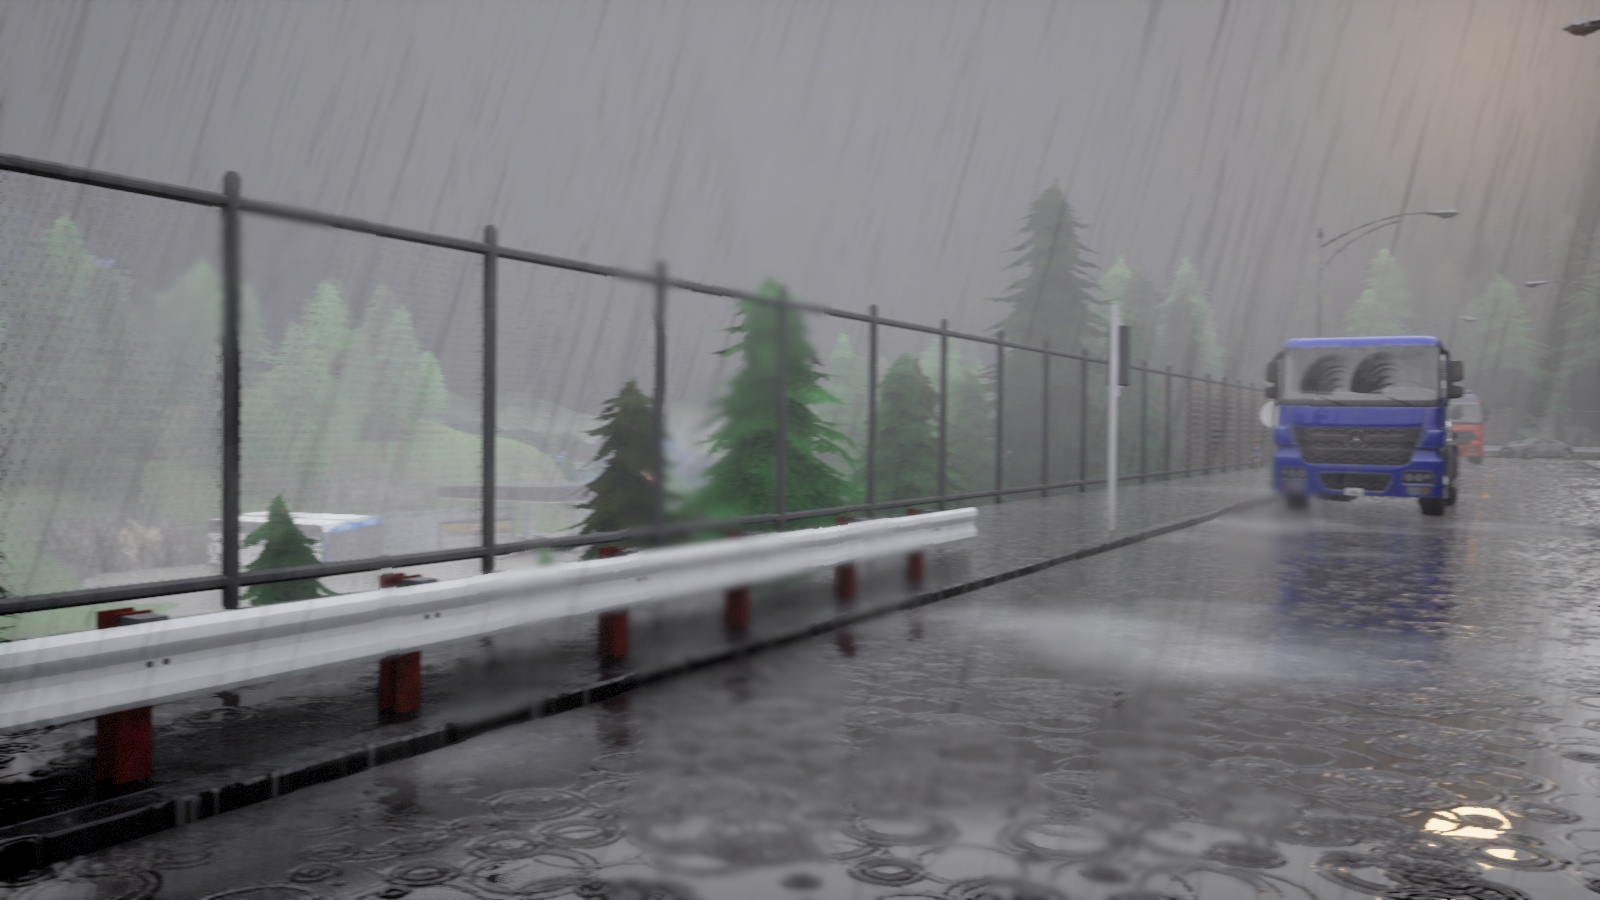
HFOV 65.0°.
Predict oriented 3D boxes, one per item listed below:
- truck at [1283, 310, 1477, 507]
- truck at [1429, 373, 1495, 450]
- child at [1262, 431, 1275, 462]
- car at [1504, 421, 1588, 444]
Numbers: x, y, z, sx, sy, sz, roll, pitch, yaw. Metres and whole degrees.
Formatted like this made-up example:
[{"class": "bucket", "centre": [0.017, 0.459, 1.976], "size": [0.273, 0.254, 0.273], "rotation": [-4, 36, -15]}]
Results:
[{"class": "truck", "centre": [12.286, -0.807, 26.153], "size": [2.891, 3.462, 7.936], "rotation": [0, 1, 30]}, {"class": "truck", "centre": [35.191, -1.991, 66.618], "size": [2.891, 3.827, 8.468], "rotation": [0, 1, 29]}, {"class": "child", "centre": [16.523, -0.127, 44.273], "size": [0.394, 1.110, 0.255], "rotation": [-1, 1, -38]}, {"class": "car", "centre": [47.201, -1.124, 79.477], "size": [4.181, 1.385, 1.994], "rotation": [-1, 1, -5]}]
